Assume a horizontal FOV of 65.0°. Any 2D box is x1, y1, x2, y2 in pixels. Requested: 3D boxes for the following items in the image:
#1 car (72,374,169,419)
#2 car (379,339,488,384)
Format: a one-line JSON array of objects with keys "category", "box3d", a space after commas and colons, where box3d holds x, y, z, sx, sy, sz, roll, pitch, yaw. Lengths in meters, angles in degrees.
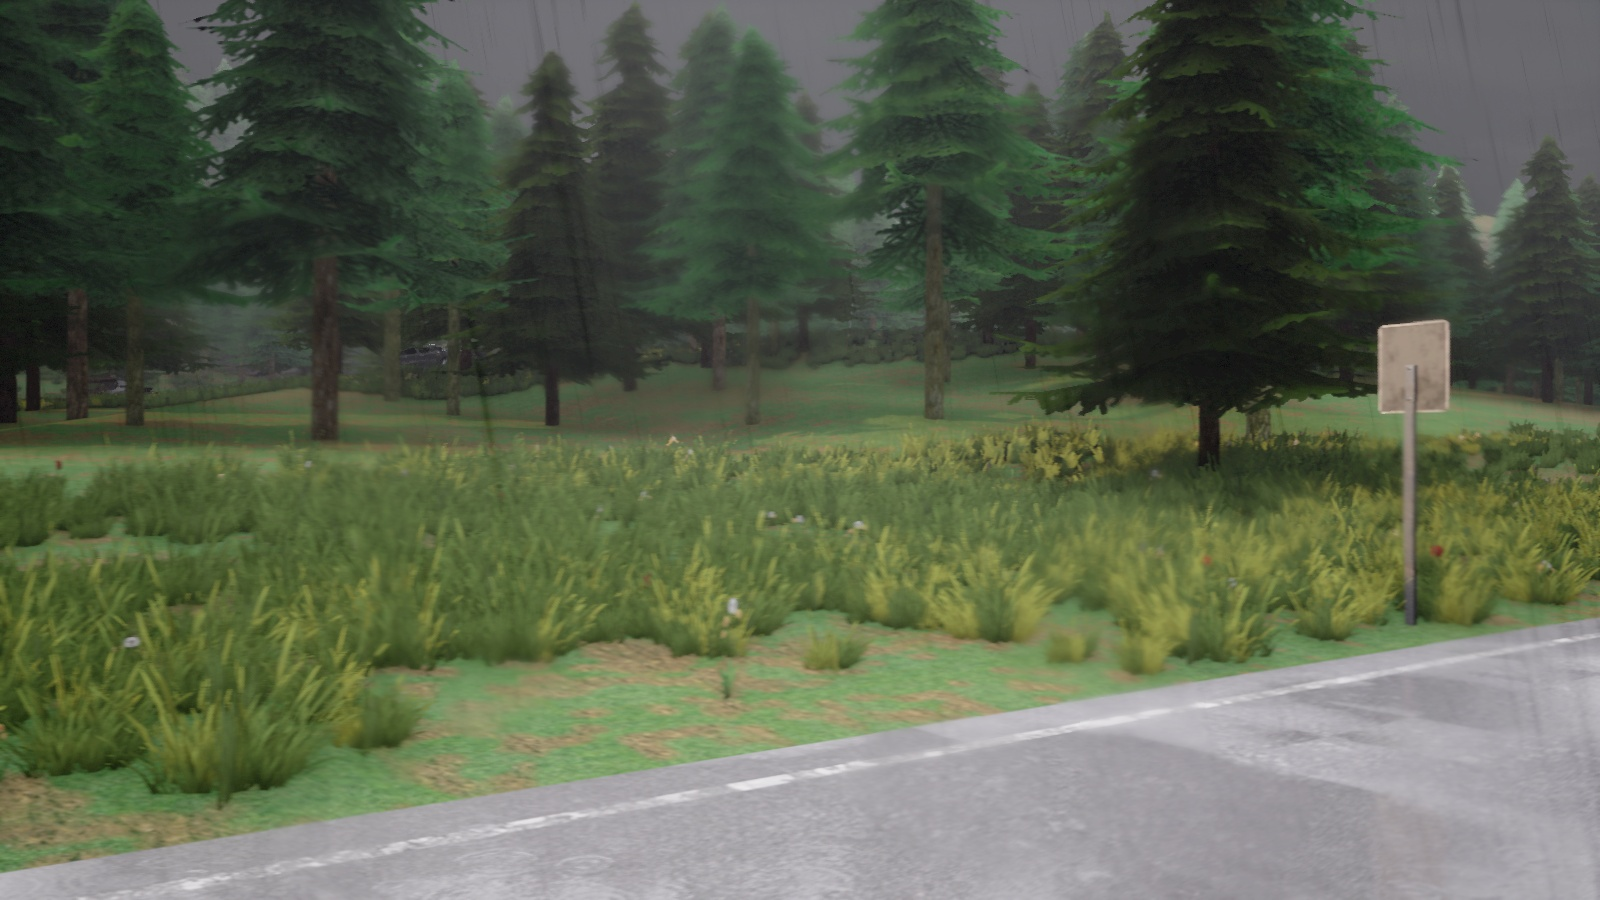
[{"category": "car", "box3d": [-35.486, -2.788, 65.625, 3.866, 1.878, 1.905, -5, -1, 2]}, {"category": "car", "box3d": [-17.803, -4.272, 61.000, 4.892, 1.490, 1.837, -5, -2, 21]}]
